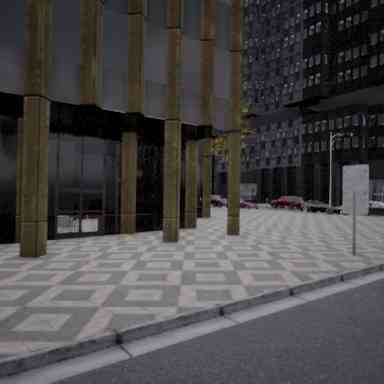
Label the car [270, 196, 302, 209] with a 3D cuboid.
[{"bbox_3d":[13.649,1.504,47.701,2.192,1.841,5.009,1,-1,-35],"label":"car"}]

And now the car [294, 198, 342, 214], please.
[{"bbox_3d":[13.081,1.553,33.767,1.947,1.339,4.313,1,-1,-35],"label":"car"}]

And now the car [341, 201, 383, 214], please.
[{"bbox_3d":[20.026,1.725,38.707,2.008,1.369,4.403,1,-1,-35],"label":"car"}]

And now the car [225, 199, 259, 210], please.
[{"bbox_3d":[6.699,1.584,42.758,1.802,1.307,4.206,1,-1,-35],"label":"car"}]

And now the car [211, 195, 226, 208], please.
[{"bbox_3d":[3.512,1.325,47.258,2.192,1.841,5.009,1,-1,-35],"label":"car"}]

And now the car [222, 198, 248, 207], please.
[{"bbox_3d":[7.264,1.771,56.688,1.947,1.339,4.313,1,-1,-35],"label":"car"}]

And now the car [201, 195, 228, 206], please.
[{"bbox_3d":[4.077,1.529,61.187,2.192,1.841,5.009,1,-1,-35],"label":"car"}]

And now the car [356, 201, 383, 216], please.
[{"bbox_3d":[16.272,1.531,29.271,2.008,1.369,4.403,1,-1,-35],"label":"car"}]
